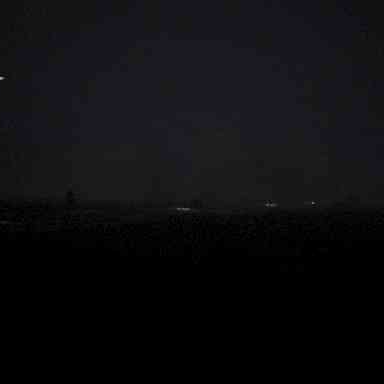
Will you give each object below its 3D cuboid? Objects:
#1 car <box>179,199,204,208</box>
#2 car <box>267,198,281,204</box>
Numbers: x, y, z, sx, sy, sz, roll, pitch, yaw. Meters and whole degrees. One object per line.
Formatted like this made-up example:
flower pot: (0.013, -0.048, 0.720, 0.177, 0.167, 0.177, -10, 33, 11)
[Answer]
car: (-0.058, 1.661, 48.067, 1.994, 1.385, 4.181, 2, 1, 36)
car: (17.948, 1.970, 72.967, 1.994, 1.385, 4.181, 2, 0, 36)
